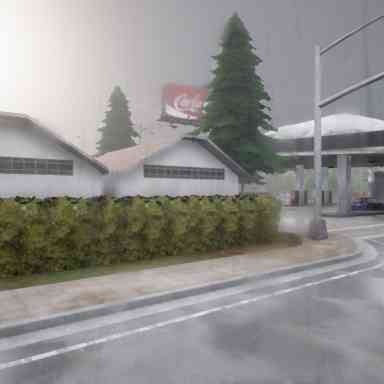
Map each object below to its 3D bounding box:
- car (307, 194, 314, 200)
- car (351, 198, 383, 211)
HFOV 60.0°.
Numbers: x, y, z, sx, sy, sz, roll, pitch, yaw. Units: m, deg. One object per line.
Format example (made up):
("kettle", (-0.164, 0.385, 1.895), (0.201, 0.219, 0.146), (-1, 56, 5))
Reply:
("car", (31.771, 1.327, 88.805), (2.152, 1.636, 5.027), (0, 0, -36))
("car", (20.748, 1.478, 39.301), (4.611, 1.667, 2.242), (0, 0, -36))
